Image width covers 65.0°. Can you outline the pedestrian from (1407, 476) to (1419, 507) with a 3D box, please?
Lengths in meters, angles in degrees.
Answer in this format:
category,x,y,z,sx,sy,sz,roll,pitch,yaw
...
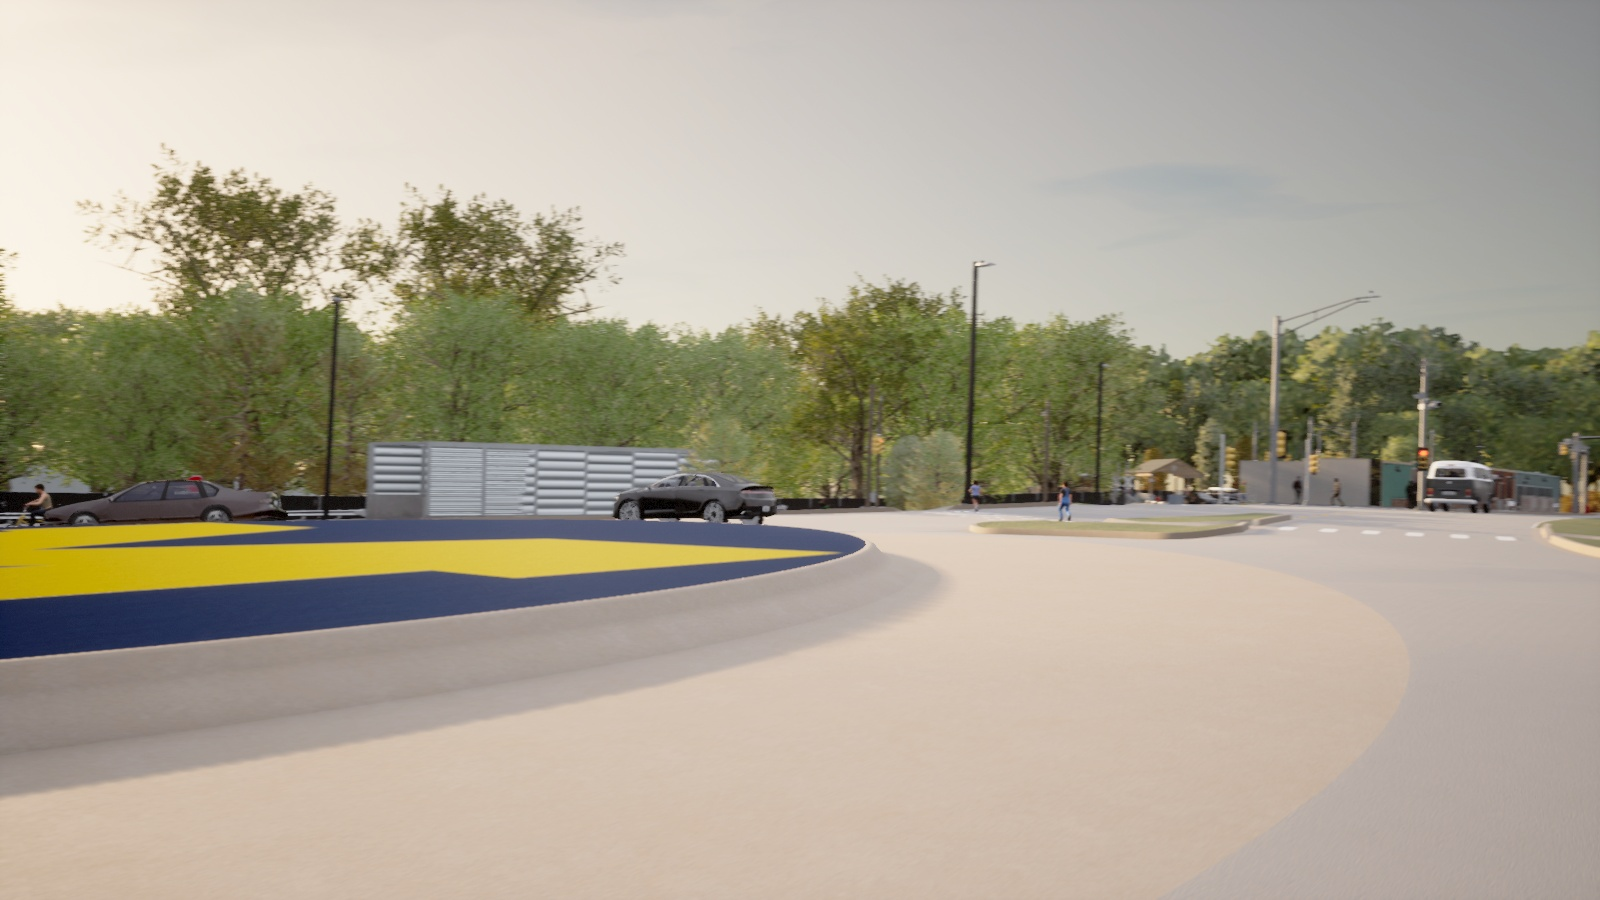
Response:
category,x,y,z,sx,sy,sz,roll,pitch,yaw
pedestrian,38.104,2.593,78.045,0.395,1.930,0.692,0,-3,44

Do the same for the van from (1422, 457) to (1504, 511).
category,x,y,z,sx,sy,sz,roll,pitch,yaw
van,26.647,1.388,50.381,2.069,2.038,4.480,0,-2,39

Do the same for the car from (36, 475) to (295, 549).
category,x,y,z,sx,sy,sz,roll,pitch,yaw
car,-15.580,1.544,31.117,5.357,1.411,2.033,-2,-7,-10

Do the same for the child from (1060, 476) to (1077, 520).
category,x,y,z,sx,sy,sz,roll,pitch,yaw
child,7.795,1.392,36.491,0.270,1.263,0.437,3,-2,-17

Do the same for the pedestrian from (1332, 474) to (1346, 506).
category,x,y,z,sx,sy,sz,roll,pitch,yaw
pedestrian,33.131,2.450,77.194,0.692,1.930,0.396,1,-2,32

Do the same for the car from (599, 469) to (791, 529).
category,x,y,z,sx,sy,sz,roll,pitch,yaw
car,-2.868,1.333,34.002,4.902,1.511,2.128,-1,-3,33

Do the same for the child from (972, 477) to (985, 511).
category,x,y,z,sx,sy,sz,roll,pitch,yaw
child,5.969,1.477,42.035,0.255,1.110,0.394,3,-2,-17

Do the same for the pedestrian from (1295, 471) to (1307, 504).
category,x,y,z,sx,sy,sz,roll,pitch,yaw
pedestrian,28.640,2.165,71.775,0.376,1.854,0.720,1,-2,37
